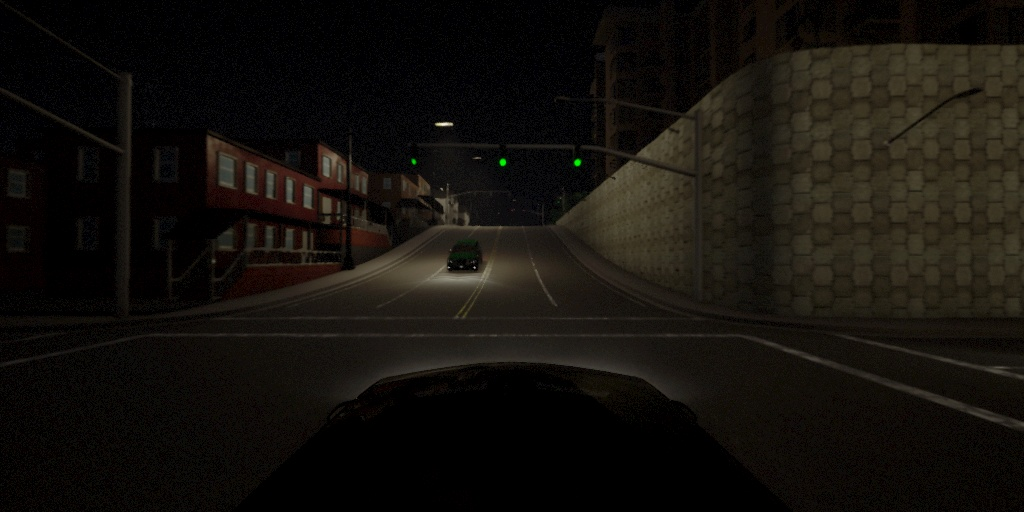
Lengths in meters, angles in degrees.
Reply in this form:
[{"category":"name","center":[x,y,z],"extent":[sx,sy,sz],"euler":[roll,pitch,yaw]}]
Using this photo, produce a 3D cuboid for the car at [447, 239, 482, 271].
[{"category":"car","center":[-3.504,-0.051,27.449],"extent":[2.150,2.045,5.566],"euler":[0,10,0]}]
